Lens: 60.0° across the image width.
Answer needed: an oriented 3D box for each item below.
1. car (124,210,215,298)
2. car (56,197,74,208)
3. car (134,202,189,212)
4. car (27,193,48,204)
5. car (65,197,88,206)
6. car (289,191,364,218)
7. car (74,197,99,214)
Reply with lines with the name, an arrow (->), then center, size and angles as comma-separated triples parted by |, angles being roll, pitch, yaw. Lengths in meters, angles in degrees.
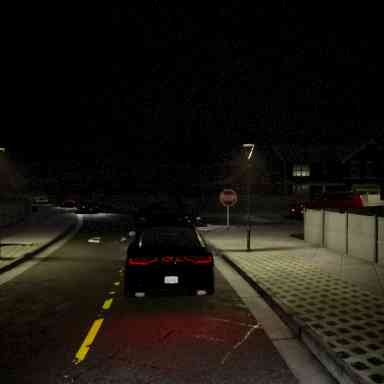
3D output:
car -> -0.636, 1.474, 8.626 | 1.882, 1.535, 5.008 | 0, 0, -6
car -> -18.475, 1.450, 48.467 | 1.882, 1.535, 5.008 | 0, 0, -34
car -> -1.704, 1.474, 22.258 | 4.892, 1.490, 1.837 | -1, 3, 31
car -> -28.330, 1.224, 60.731 | 2.150, 2.045, 5.566 | 0, 0, -43
car -> -18.863, 1.513, 54.144 | 2.033, 1.411, 5.357 | 0, 0, -38
car -> 10.461, 0.994, 25.847 | 5.566, 2.045, 2.150 | -1, 0, -9
car -> -11.080, 1.497, 35.375 | 1.812, 1.442, 4.674 | 0, 0, -25
